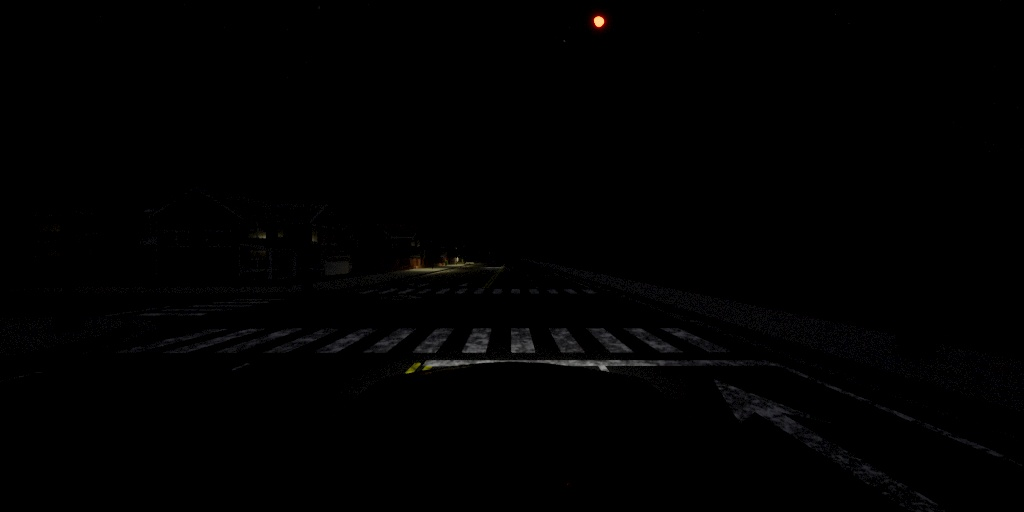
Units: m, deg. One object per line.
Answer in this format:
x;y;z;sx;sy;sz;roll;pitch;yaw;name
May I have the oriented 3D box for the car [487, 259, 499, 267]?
-3.313;1.287;62.664;1.812;1.442;4.674;0;1;0;car
